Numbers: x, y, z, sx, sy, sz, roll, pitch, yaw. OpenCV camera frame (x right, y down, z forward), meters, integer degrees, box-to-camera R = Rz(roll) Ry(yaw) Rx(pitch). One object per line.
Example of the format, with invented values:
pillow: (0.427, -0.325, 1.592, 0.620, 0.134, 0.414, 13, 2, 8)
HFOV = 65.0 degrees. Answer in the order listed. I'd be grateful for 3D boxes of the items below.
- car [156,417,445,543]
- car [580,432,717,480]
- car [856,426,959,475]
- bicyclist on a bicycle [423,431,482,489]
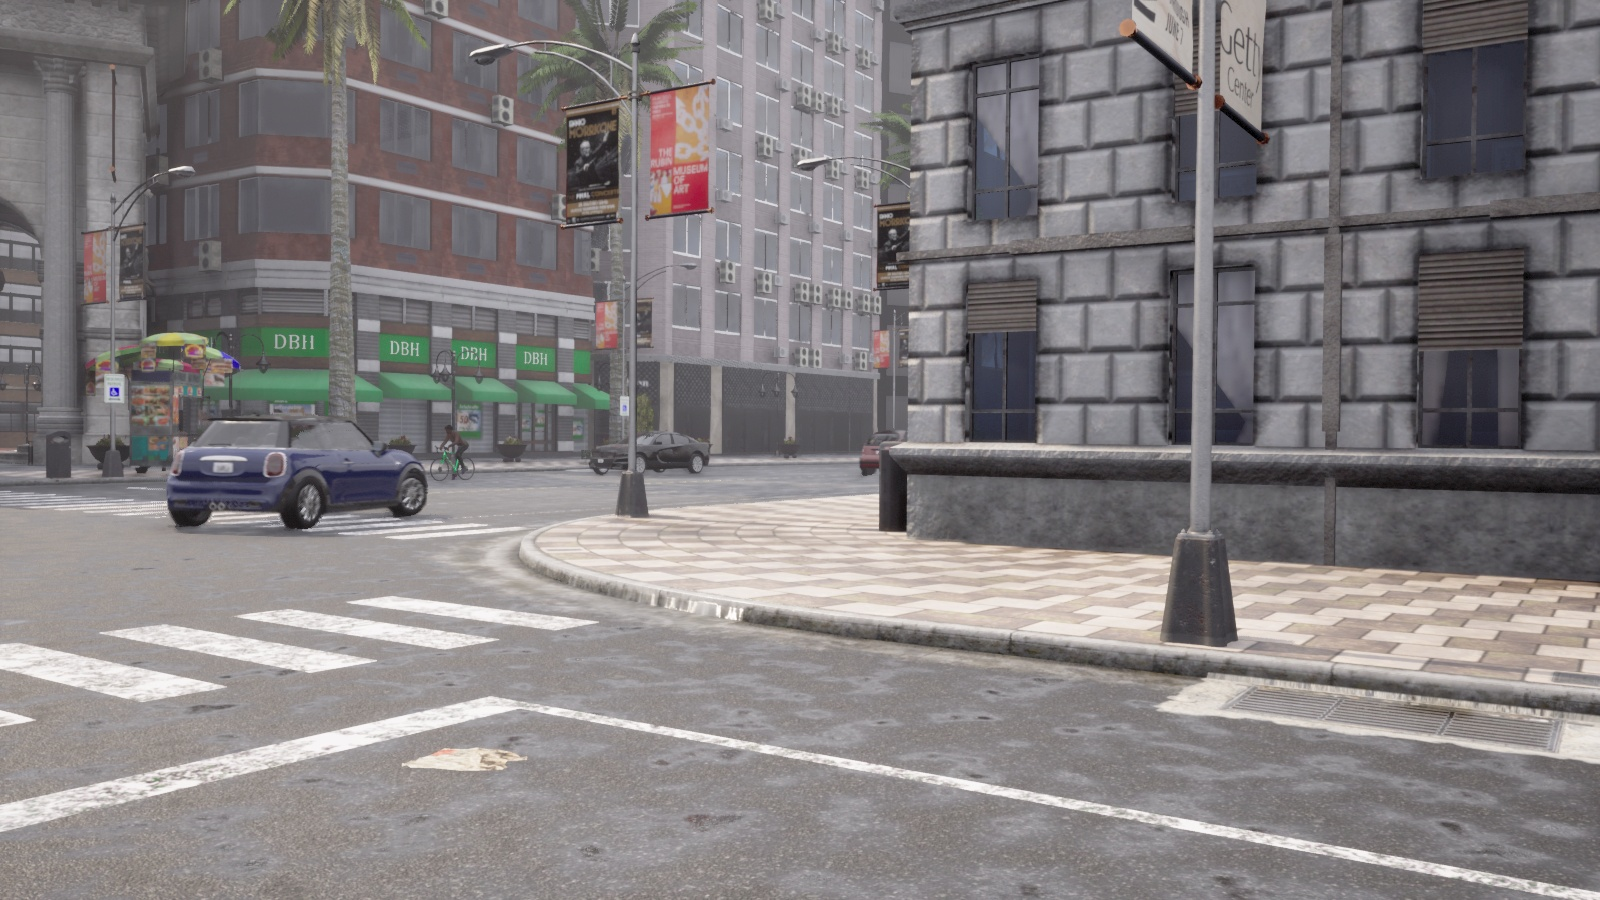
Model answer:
car: (-7.747, 0.386, 20.052, 2.097, 1.767, 4.553, 0, 1, 12)
car: (-5.189, 0.160, 43.637, 1.882, 1.535, 5.008, 0, 1, 34)
car: (3.833, -0.011, 44.378, 1.851, 1.617, 3.988, 0, 1, 35)
bicyclist on a bicycle: (-10.069, 0.278, 36.450, 0.582, 1.620, 1.656, 0, 1, 34)
